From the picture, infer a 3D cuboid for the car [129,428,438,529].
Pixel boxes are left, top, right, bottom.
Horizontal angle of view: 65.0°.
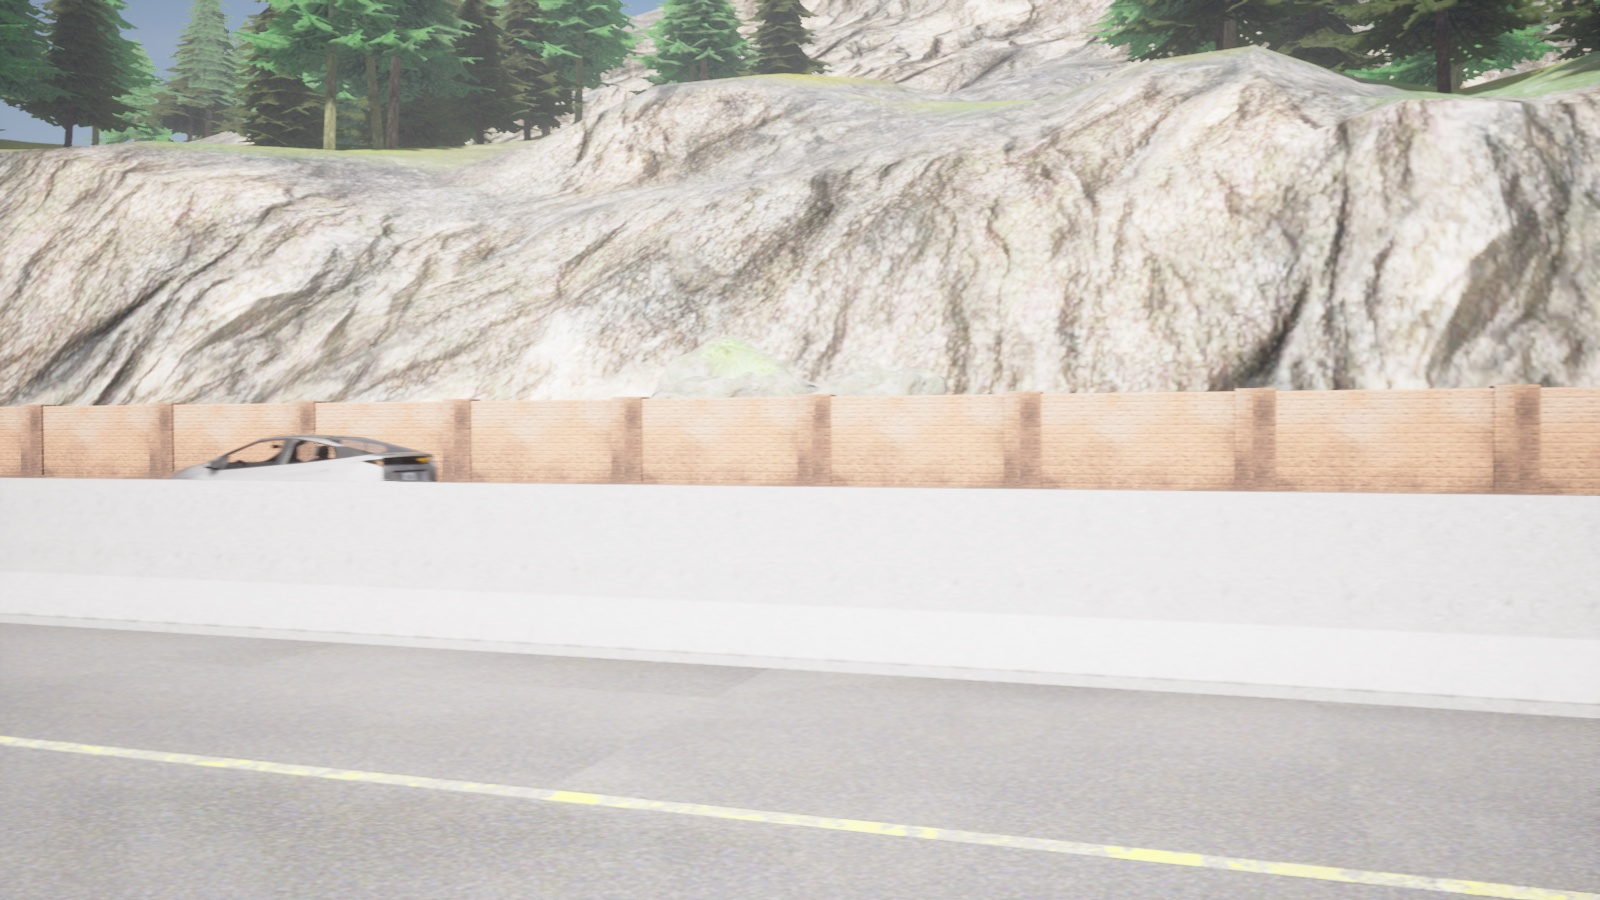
[{"bbox_3d":[-8.517,0.408,20.780,4.514,1.525,2.007,1,1,18],"label":"car"}]
